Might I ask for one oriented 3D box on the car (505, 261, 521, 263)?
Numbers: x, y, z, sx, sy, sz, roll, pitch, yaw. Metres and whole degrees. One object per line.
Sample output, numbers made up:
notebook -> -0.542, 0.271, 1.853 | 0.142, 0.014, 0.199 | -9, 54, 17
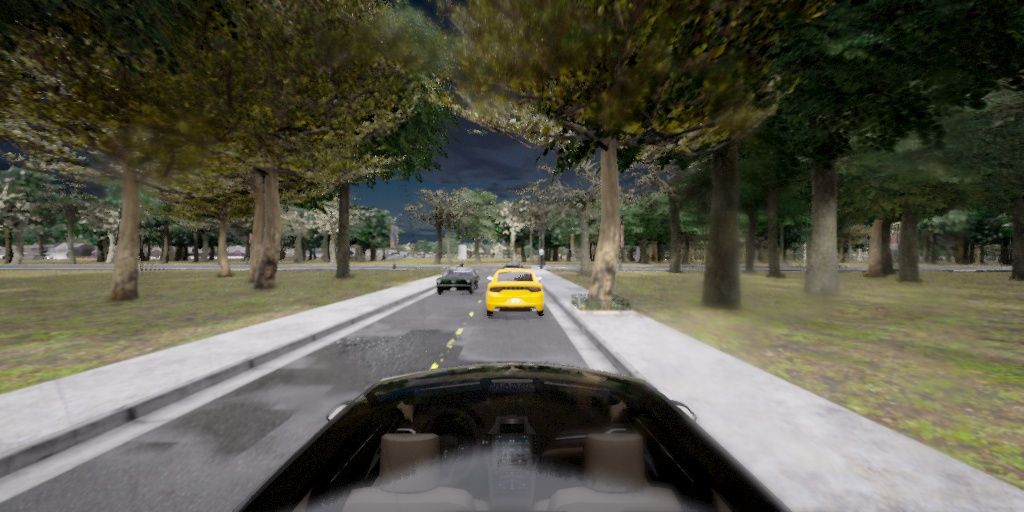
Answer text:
car -> 0.101, 1.169, 31.128 | 2.128, 1.511, 4.902 | 0, 0, 0

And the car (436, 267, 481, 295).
car -> -2.850, 1.303, 19.674 | 1.895, 1.301, 4.718 | 0, 0, 0

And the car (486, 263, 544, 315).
car -> 0.099, 1.195, 13.418 | 1.882, 1.535, 5.008 | 0, 0, 0
